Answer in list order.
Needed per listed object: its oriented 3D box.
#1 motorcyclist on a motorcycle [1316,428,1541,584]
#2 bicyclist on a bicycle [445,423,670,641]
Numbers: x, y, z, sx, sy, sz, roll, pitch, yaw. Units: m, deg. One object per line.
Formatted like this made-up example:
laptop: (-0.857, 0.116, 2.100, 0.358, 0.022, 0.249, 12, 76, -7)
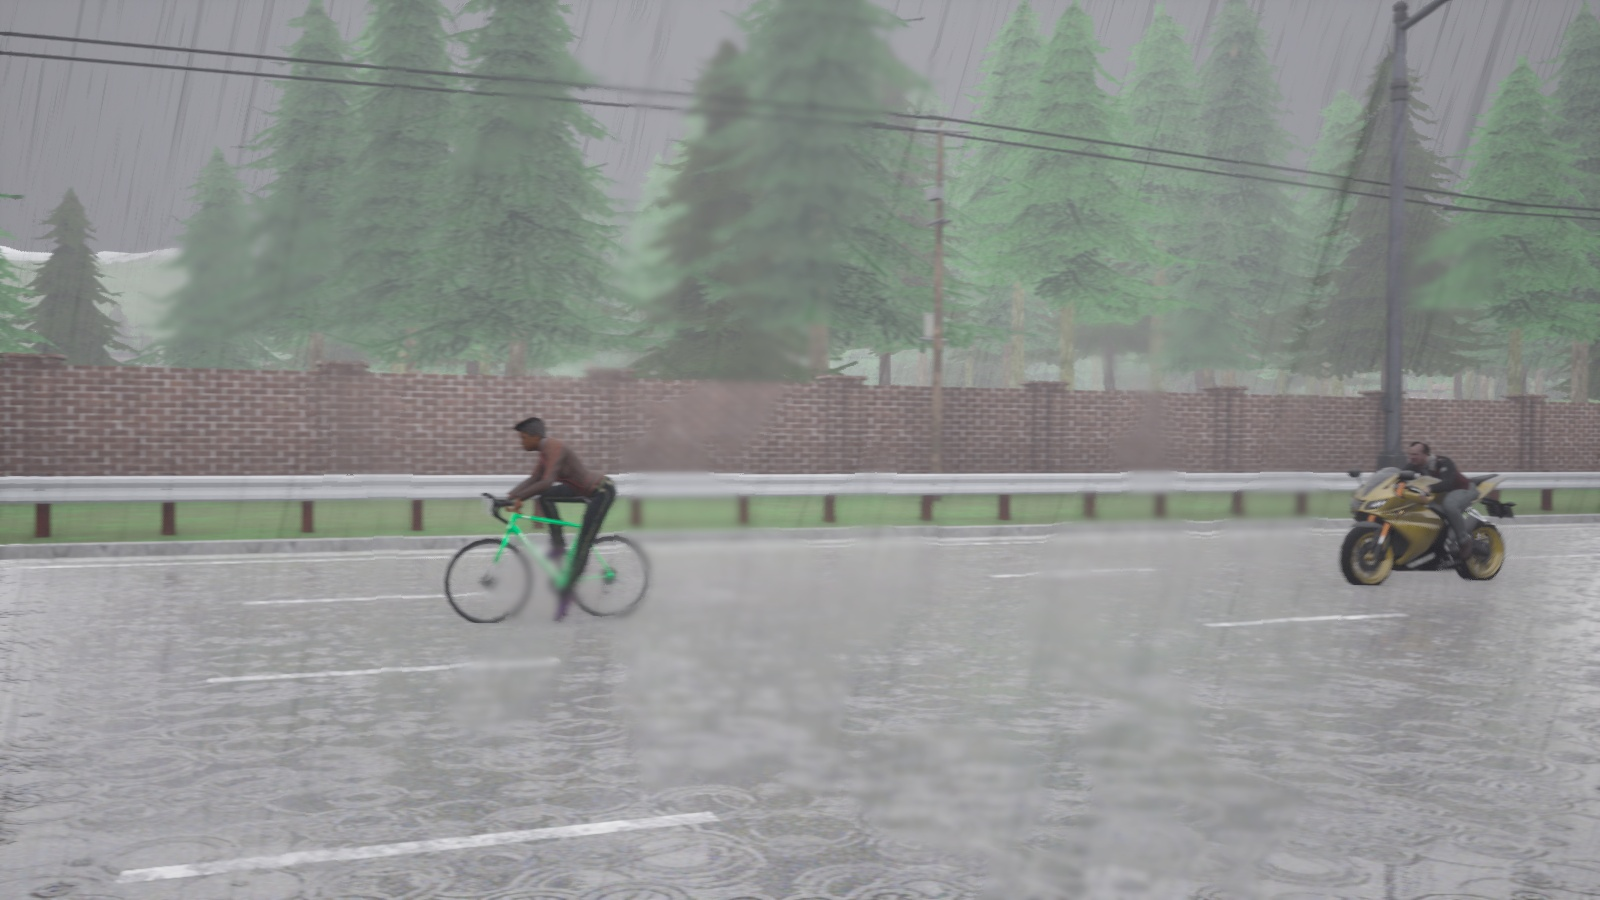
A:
motorcyclist on a motorcycle: (6.626, 0.546, 13.242, 2.191, 1.530, 0.866, -1, 1, -21)
bicyclist on a bicycle: (-1.925, 0.609, 9.995, 1.656, 1.620, 0.582, -1, 1, -21)
